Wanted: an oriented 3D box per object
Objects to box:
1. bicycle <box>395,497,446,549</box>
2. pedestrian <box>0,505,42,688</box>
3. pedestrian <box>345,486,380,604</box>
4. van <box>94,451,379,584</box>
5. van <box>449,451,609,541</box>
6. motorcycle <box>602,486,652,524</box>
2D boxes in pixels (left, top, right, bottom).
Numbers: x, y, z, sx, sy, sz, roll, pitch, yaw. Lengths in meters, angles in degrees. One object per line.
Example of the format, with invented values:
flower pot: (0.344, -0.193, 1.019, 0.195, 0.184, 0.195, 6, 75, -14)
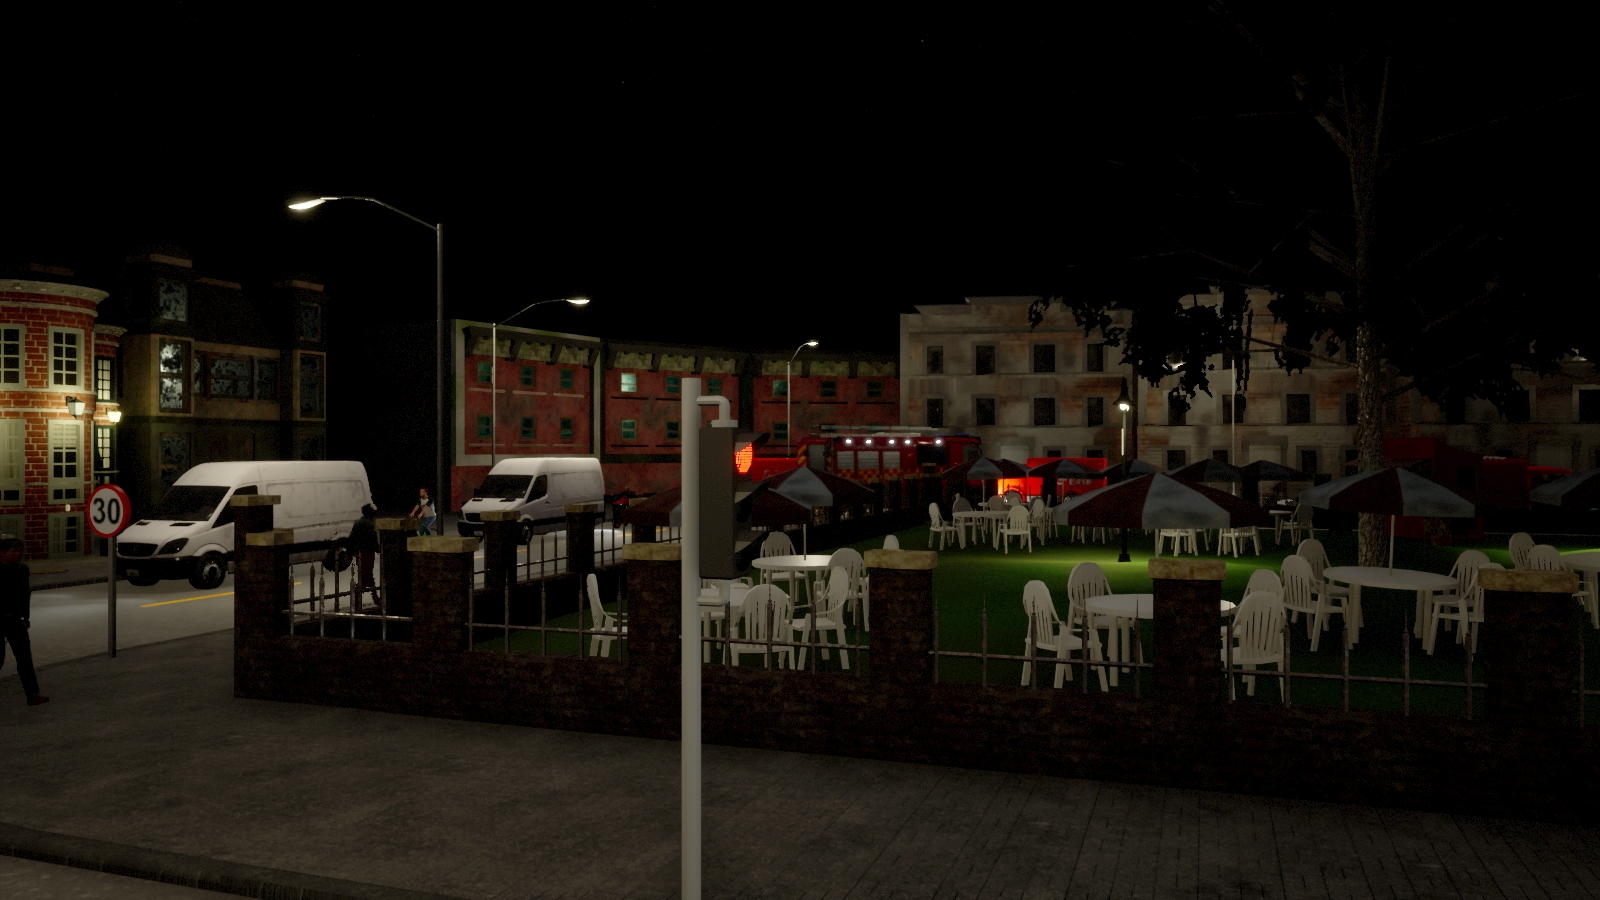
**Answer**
bicycle: (-10.162, 1.936, 30.641, 0.373, 1.296, 1.643, 0, 0, 20)
pedestrian: (-8.264, 1.518, 11.985, 0.375, 1.860, 0.375, 0, 0, 26)
pedestrian: (-7.072, 1.518, 18.474, 0.375, 1.860, 0.375, 0, 0, 36)
van: (-12.119, 1.314, 25.180, 1.988, 2.561, 5.915, 0, 0, 20)
van: (-8.336, 1.314, 35.864, 1.988, 2.561, 5.915, 0, 0, 20)
motorcycle: (-6.279, 1.985, 41.598, 0.867, 1.251, 2.209, 0, 0, 20)
